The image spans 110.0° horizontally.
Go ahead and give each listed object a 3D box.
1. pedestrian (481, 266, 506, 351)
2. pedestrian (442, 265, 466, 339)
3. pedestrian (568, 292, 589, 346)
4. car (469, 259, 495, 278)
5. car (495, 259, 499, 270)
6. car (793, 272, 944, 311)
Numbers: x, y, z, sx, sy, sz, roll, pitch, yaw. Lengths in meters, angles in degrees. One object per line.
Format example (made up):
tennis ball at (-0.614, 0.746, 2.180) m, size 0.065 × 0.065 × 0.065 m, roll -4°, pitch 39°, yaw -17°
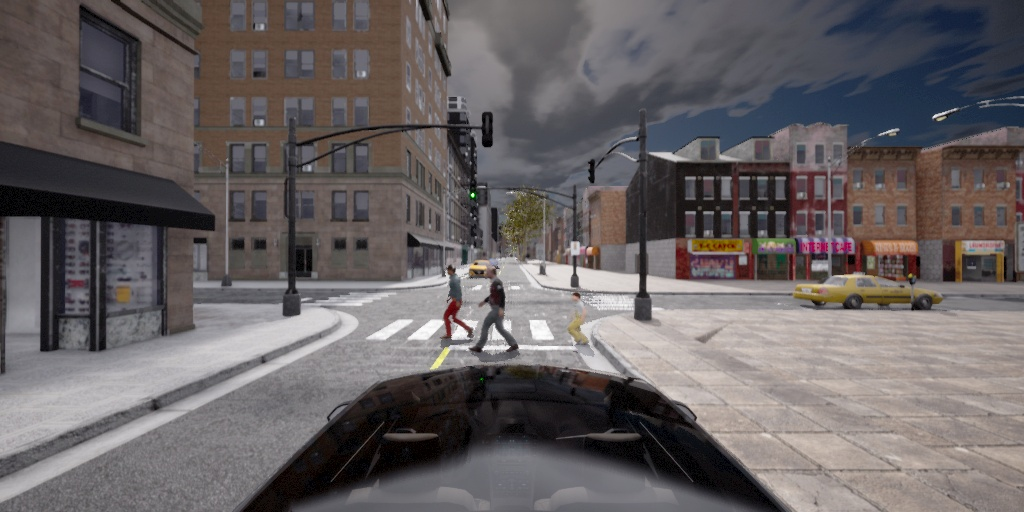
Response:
pedestrian at (-0.372, 1.036, 7.307) m, size 0.375 × 1.860 × 0.375 m, roll 0°, pitch 0°, yaw 0°
pedestrian at (-1.381, 1.034, 8.511) m, size 0.375 × 1.860 × 0.375 m, roll 0°, pitch 0°, yaw 0°
pedestrian at (1.508, 1.315, 7.906) m, size 0.375 × 1.300 × 0.375 m, roll 0°, pitch 0°, yaw 0°
car at (-2.851, 1.165, 33.543) m, size 1.882 × 1.535 × 5.008 m, roll 0°, pitch 0°, yaw 0°
car at (-2.848, 1.134, 50.349) m, size 1.882 × 1.535 × 5.008 m, roll 0°, pitch 0°, yaw 0°
car at (13.882, 1.328, 14.078) m, size 4.829 × 1.417 × 1.751 m, roll 0°, pitch 0°, yaw 0°
